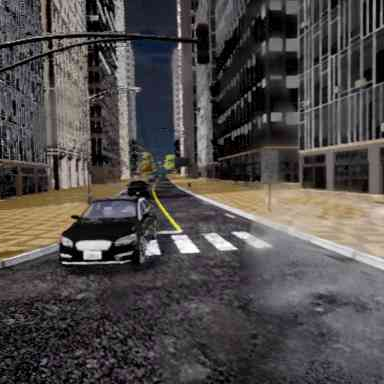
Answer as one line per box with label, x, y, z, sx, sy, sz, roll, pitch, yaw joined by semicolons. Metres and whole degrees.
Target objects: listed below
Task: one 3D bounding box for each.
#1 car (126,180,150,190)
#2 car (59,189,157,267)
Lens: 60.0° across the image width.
car;-4.935;-0.318;30.454;1.882;1.535;5.008;-2;4;-8
car;-2.096;0.909;9.356;2.128;1.511;4.902;-1;3;0
